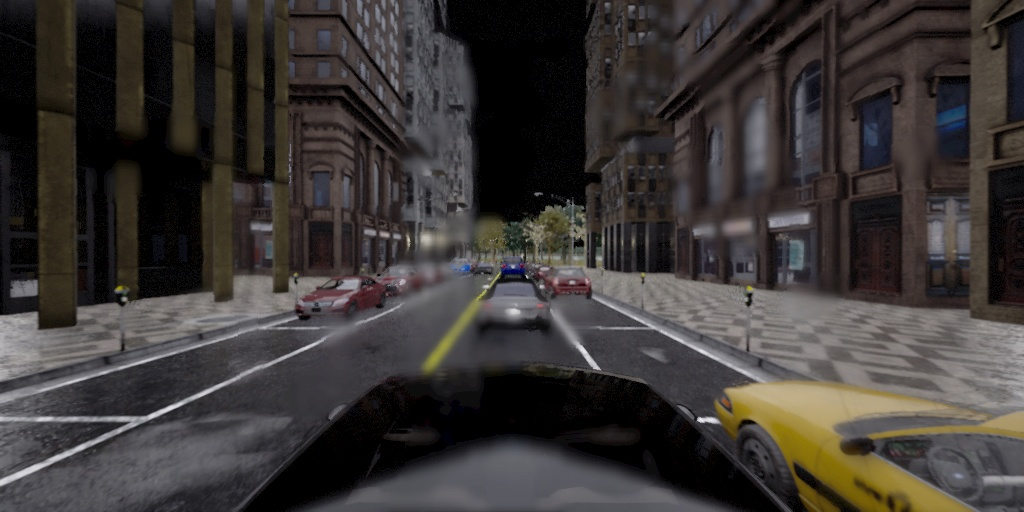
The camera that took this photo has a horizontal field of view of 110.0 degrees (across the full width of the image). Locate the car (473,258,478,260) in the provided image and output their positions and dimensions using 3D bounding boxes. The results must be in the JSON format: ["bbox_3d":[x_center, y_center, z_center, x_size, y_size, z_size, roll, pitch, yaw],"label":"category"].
[{"bbox_3d":[-5.772,1.280,52.331,2.192,1.841,5.009,0,0,0],"label":"car"}]

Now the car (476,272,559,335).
[{"bbox_3d":[0.074,1.336,10.630,1.994,1.385,4.181,0,0,0],"label":"car"}]

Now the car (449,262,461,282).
[{"bbox_3d":[-5.767,1.398,29.657,2.007,1.370,4.403,0,0,0],"label":"car"}]

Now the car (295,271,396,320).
[{"bbox_3d":[-5.764,1.360,12.651,1.802,1.307,4.207,0,0,0],"label":"car"}]

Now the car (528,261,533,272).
[{"bbox_3d":[2.757,1.424,35.298,2.007,1.370,4.403,0,0,0],"label":"car"}]

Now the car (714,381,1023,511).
[{"bbox_3d":[2.763,1.274,1.454,1.751,1.417,4.829,0,0,0],"label":"car"}]

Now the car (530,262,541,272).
[{"bbox_3d":[2.758,1.429,29.628,1.802,1.307,4.207,0,0,0],"label":"car"}]

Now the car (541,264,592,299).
[{"bbox_3d":[2.760,1.238,18.290,1.967,1.591,4.097,0,0,0],"label":"car"}]

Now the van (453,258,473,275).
[{"bbox_3d":[-5.770,1.242,40.995,1.690,1.789,3.998,0,0,0],"label":"van"}]

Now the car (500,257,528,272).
[{"bbox_3d":[0.095,1.088,33.964,2.150,2.045,5.566,0,0,0],"label":"car"}]

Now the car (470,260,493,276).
[{"bbox_3d":[-3.103,1.444,40.152,2.033,1.411,5.357,0,0,0],"label":"car"}]

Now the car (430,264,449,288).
[{"bbox_3d":[-5.766,1.261,23.988,1.967,1.591,4.097,0,0,0],"label":"car"}]

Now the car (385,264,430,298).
[{"bbox_3d":[-5.765,1.238,18.318,1.967,1.591,4.097,0,0,0],"label":"car"}]
